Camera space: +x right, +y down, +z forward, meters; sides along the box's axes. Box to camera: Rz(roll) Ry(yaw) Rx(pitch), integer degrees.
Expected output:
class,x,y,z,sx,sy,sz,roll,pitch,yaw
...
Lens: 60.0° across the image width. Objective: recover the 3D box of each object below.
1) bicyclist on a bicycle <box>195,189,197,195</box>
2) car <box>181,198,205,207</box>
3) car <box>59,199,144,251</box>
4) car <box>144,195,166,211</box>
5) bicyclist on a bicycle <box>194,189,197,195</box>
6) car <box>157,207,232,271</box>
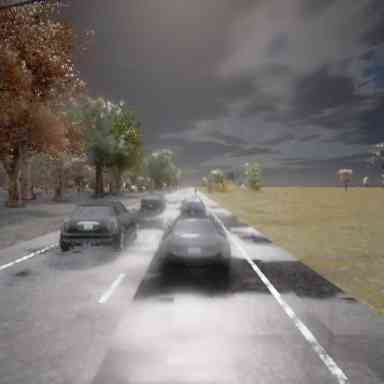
class,x,y,z,sx,sy,sz,roll,pitch,yaw
bicyclist on a bicycle,0.969,-0.001,82.205,0.659,1.776,1.843,0,1,0
car,0.084,1.150,26.910,1.895,1.301,4.718,0,1,0
car,-3.414,1.132,13.090,2.097,1.767,4.553,0,1,0
car,-3.407,0.972,30.173,1.882,1.535,5.008,0,1,0
bicyclist on a bicycle,0.971,-0.067,91.210,0.582,1.620,1.656,0,1,0
car,0.074,1.390,10.258,1.994,1.385,4.181,0,1,0
